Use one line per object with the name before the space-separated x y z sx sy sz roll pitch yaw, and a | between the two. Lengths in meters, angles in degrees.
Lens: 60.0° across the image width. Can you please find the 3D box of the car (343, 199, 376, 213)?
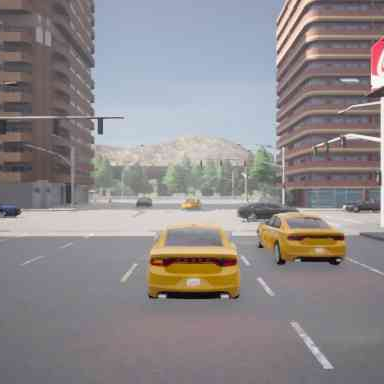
car | 18.972 1.491 36.154 4.902 1.511 2.128 0 0 0

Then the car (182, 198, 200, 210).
car | -0.038 1.477 42.292 1.882 1.535 5.008 1 0 7

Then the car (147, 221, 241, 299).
car | 0.050 1.478 8.497 1.882 1.535 5.008 0 0 1

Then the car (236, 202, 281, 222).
car | 5.848 1.505 25.380 4.892 1.490 1.837 0 0 0

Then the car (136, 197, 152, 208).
car | -7.081 1.478 49.355 1.882 1.535 5.008 0 0 0

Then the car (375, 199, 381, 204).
car | 20.899 1.564 32.666 4.181 1.385 1.994 0 0 0

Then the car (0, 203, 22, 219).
car | -17.432 1.478 28.749 5.008 1.535 1.882 0 0 0

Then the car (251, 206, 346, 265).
car | 3.567 1.478 11.735 1.882 1.535 5.008 0 0 0

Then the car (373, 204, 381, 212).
car | 3.600 1.222 1.792 2.150 2.045 5.566 0 0 0
